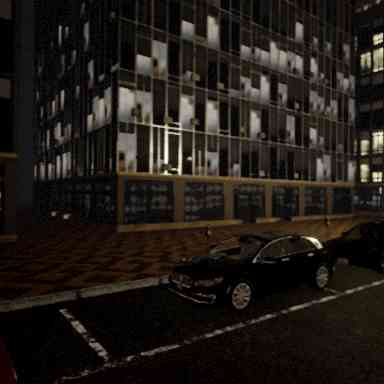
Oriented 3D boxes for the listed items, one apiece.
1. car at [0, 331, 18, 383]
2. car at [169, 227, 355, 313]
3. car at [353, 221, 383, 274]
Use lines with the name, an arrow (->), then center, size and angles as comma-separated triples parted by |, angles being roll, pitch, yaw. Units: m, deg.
car -> -3.057, 1.336, 1.198 | 4.553, 1.767, 2.097 | 1, 0, -35
car -> 1.545, 1.597, 7.657 | 4.403, 1.369, 2.008 | 1, 0, -35
car -> 6.180, 1.658, 10.963 | 4.313, 1.339, 1.947 | 1, 0, -35
